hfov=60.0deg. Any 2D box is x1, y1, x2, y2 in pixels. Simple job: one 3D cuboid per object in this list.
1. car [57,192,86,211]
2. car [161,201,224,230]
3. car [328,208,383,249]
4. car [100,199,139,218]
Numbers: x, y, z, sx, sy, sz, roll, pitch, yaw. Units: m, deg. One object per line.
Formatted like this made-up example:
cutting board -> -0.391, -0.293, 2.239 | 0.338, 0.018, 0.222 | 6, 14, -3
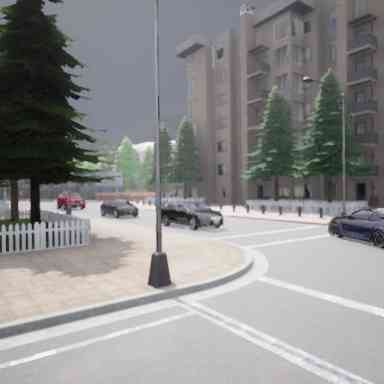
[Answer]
car -> -14.413, 1.064, 39.537 | 2.150, 2.045, 5.566 | -1, 0, -36
car -> -0.110, 1.327, 19.734 | 2.128, 1.511, 4.902 | -1, 1, -36
car -> 7.432, 1.345, 13.546 | 1.994, 1.385, 4.181 | -1, 1, -10
car -> -6.197, 1.342, 28.123 | 1.837, 1.490, 4.892 | -1, 1, -36
